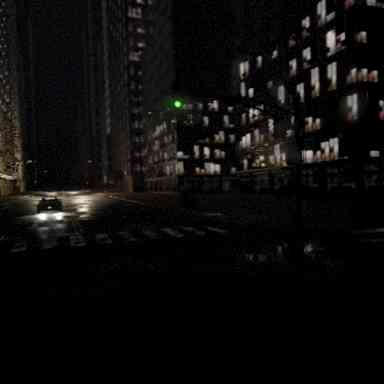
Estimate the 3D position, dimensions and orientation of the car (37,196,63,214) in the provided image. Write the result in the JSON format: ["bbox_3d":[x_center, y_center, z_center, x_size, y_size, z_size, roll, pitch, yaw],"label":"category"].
[{"bbox_3d":[-12.517,1.070,29.341,1.994,1.385,4.181,-2,2,-22],"label":"car"}]
